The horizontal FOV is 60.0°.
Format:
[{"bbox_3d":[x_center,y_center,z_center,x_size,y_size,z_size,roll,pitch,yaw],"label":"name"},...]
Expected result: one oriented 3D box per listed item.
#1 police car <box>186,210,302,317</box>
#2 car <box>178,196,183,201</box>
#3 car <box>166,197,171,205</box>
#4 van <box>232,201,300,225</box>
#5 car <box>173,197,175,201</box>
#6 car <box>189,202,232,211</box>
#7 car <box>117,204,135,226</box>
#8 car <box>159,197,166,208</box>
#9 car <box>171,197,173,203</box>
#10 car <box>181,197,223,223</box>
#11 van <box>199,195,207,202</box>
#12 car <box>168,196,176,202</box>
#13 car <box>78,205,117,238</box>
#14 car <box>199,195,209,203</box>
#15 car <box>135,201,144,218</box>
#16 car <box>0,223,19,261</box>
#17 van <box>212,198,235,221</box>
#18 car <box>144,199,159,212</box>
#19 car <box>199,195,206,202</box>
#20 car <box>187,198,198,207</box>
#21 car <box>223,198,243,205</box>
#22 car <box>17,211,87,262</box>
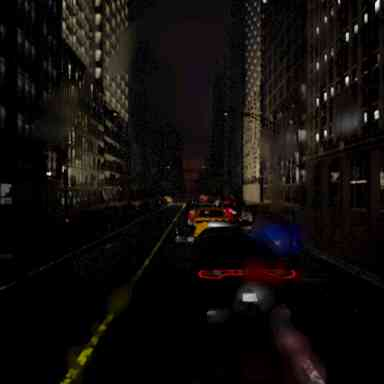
[{"bbox_3d":[0.914,1.455,7.797,1.930,1.638,5.238,0,0,0],"label":"police car"},{"bbox_3d":[-2.841,1.868,95.096,1.837,1.490,4.892,0,-1,0],"label":"car"},{"bbox_3d":[-5.591,1.828,63.503,1.802,1.307,4.206,-1,0,0],"label":"car"},{"bbox_3d":[2.702,1.387,12.338,1.690,1.788,3.998,-1,0,0],"label":"van"},{"bbox_3d":[-5.563,1.834,80.385,1.752,1.417,4.829,-1,0,0],"label":"car"},{"bbox_3d":[0.931,1.546,17.687,1.882,1.535,5.008,0,0,0],"label":"car"},{"bbox_3d":[-5.658,1.646,23.718,2.008,1.369,4.403,-1,0,0],"label":"car"},{"bbox_3d":[-5.610,1.754,52.136,2.008,1.369,4.403,-1,0,0],"label":"car"},{"bbox_3d":[-5.583,1.707,69.187,1.967,1.590,4.097,-1,0,0],"label":"car"},{"bbox_3d":[0.579,1.441,23.564,2.097,1.767,4.553,0,0,-5],"label":"car"},{"bbox_3d":[2.825,1.666,86.225,1.690,1.788,3.998,-1,0,0],"label":"van"},{"bbox_3d":[-5.544,1.917,91.922,1.947,1.339,4.313,-1,0,0],"label":"car"},{"bbox_3d":[-5.667,1.618,18.035,1.887,1.381,4.507,-1,0,0],"label":"car"},{"bbox_3d":[2.815,1.619,80.542,2.192,1.841,5.009,-1,0,0],"label":"car"},{"bbox_3d":[-5.648,1.699,29.402,1.802,1.307,4.206,-1,0,0],"label":"car"},{"bbox_3d":[-5.686,1.581,6.668,2.008,1.369,4.403,-1,0,0],"label":"car"},{"bbox_3d":[2.731,1.452,29.389,1.690,1.788,3.998,-1,0,0],"label":"van"},{"bbox_3d":[-5.629,1.711,40.769,2.008,1.369,4.403,-1,0,0],"label":"car"},{"bbox_3d":[2.835,1.786,91.908,1.967,1.590,4.097,-1,0,0],"label":"car"},{"bbox_3d":[0.098,1.825,58.728,1.895,1.301,4.718,0,0,0],"label":"car"},{"bbox_3d":[2.721,1.405,23.705,2.192,1.841,5.009,-1,0,0],"label":"car"},{"bbox_3d":[-5.676,1.618,12.351,1.947,1.339,4.313,-1,0,0],"label":"car"}]
